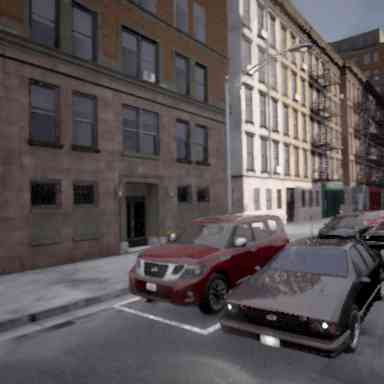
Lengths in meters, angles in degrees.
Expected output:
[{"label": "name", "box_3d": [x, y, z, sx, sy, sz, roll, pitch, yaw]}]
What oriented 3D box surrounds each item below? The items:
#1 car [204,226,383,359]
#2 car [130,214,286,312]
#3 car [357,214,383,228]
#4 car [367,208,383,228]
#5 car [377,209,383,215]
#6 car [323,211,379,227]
[{"label": "car", "box_3d": [2.651, 1.692, 6.728, 2.033, 1.411, 5.357, -2, -2, 37]}, {"label": "car", "box_3d": [0.798, 1.546, 8.428, 2.192, 1.841, 5.009, -2, -2, 39]}, {"label": "car", "box_3d": [8.727, 1.823, 14.090, 1.895, 1.301, 4.718, -3, -2, 39]}, {"label": "car", "box_3d": [15.193, 1.999, 25.994, 1.802, 1.307, 4.206, -2, -2, 39]}, {"label": "car", "box_3d": [11.595, 1.915, 21.601, 1.887, 1.381, 4.507, -2, -2, 39]}, {"label": "car", "box_3d": [7.998, 1.890, 17.207, 1.947, 1.339, 4.313, -2, -2, 39]}]
